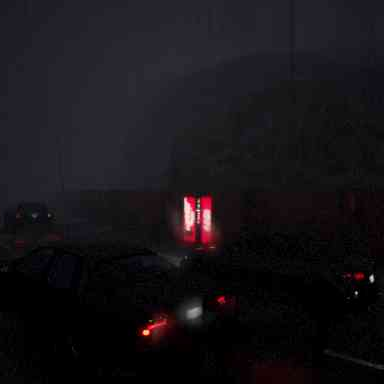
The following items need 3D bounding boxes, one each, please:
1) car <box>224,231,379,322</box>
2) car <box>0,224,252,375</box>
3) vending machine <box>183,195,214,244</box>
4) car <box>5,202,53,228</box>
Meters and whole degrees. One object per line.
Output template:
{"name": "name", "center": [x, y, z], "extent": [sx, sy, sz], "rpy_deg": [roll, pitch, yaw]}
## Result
{"name": "car", "center": [1.725, 1.564, 7.354], "extent": [4.181, 1.385, 1.994], "rpy_deg": [0, 0, 38]}
{"name": "car", "center": [-1.855, 1.548, 5.779], "extent": [5.357, 1.411, 2.033], "rpy_deg": [0, 0, 41]}
{"name": "vending machine", "center": [0.287, 1.195, 15.033], "extent": [1.100, 2.100, 0.880], "rpy_deg": [0, 0, -45]}
{"name": "car", "center": [-9.859, 1.352, 19.975], "extent": [2.097, 1.767, 4.553], "rpy_deg": [0, 0, -35]}
